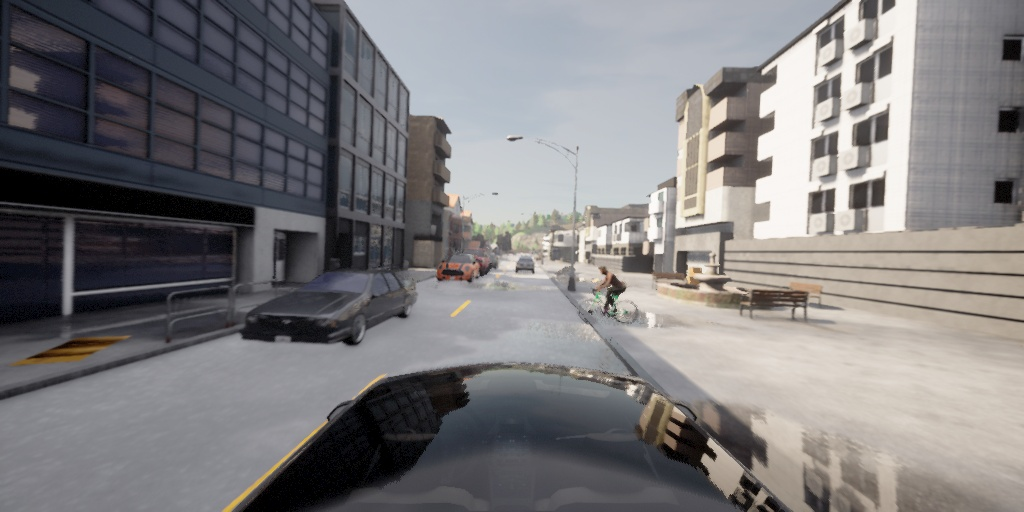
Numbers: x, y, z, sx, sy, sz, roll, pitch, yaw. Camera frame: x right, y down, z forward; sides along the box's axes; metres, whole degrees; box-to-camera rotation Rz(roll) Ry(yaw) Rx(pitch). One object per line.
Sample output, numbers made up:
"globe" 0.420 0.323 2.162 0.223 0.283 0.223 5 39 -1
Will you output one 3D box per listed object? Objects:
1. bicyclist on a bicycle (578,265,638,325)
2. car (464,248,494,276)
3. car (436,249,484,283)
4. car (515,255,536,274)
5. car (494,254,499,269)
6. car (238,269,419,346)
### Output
"bicyclist on a bicycle" 2.665 1.091 9.915 1.656 1.620 0.582 1 1 2
"car" -3.007 0.381 28.114 2.150 2.045 5.566 2 1 2
"car" -3.316 0.663 22.857 2.097 1.767 4.553 2 1 2
"car" 1.281 0.873 34.602 2.033 1.411 5.357 2 1 3
"car" -2.575 0.483 39.368 2.097 1.767 4.553 2 1 2
"car" -3.879 1.038 8.914 2.033 1.411 5.357 2 1 2
